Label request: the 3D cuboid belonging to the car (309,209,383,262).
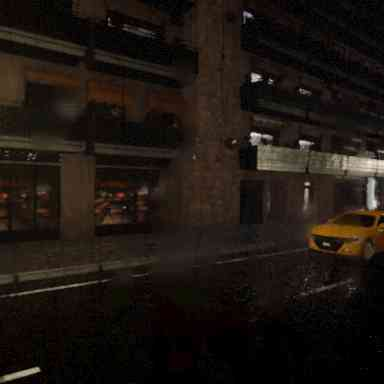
[{"bbox_3d":[6.304,1.419,12.156,5.008,1.535,1.882,0,1,-37],"label":"car"}]
